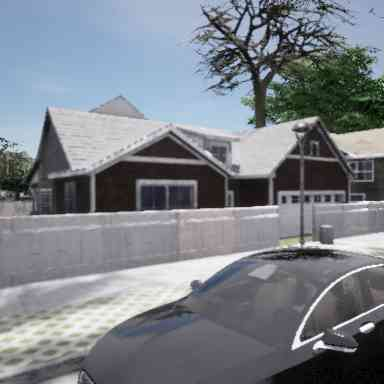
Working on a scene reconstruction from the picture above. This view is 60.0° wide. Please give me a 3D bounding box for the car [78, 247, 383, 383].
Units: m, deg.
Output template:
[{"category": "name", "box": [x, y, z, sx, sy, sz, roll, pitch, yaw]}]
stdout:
[{"category": "car", "box": [1.206, 1.505, 3.907, 4.892, 1.490, 1.837, 0, 0, -35]}]
